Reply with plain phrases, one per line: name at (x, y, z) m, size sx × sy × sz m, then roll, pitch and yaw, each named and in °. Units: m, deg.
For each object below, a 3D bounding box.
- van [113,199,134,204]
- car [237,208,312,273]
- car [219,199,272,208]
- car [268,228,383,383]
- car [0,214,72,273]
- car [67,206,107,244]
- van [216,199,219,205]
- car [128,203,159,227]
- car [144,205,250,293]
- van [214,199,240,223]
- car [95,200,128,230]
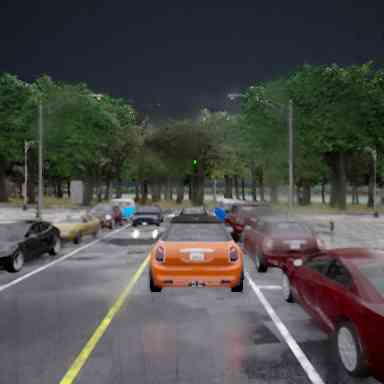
van at (-5.760, 1.460, 27.174) m, size 1.690 × 1.788 × 3.998 m, roll 0°, pitch 0°, yaw 0°
car at (2.762, 1.487, 10.859) m, size 1.967 × 1.590 × 4.097 m, roll 0°, pitch 0°, yaw 0°
car at (2.763, 1.386, 16.297) m, size 2.192 × 1.841 × 5.009 m, roll 0°, pitch 0°, yaw 0°
car at (2.761, 1.568, 5.421) m, size 1.887 × 1.381 × 4.507 m, roll 0°, pitch 0°, yaw 0°
car at (-5.763, 1.613, 10.860) m, size 1.947 × 1.339 × 4.313 m, roll 0°, pitch 0°, yaw 0°
car at (-5.762, 1.595, 16.128) m, size 1.752 × 1.417 × 4.829 m, roll 0°, pitch 0°, yaw 0°
van at (2.764, 1.436, 21.734) m, size 1.690 × 1.788 × 3.998 m, roll 0°, pitch 0°, yaw 0°
car at (-3.003, 1.651, 23.782) m, size 2.033 × 1.411 × 5.357 m, roll 0°, pitch 0°, yaw 0°
car at (0.100, 1.391, 9.140) m, size 2.097 × 1.767 × 4.553 m, roll 0°, pitch 0°, yaw 0°
van at (2.765, 1.460, 27.172) m, size 1.690 × 1.788 × 3.998 m, roll 0°, pitch 0°, yaw 0°
car at (-5.761, 1.535, 21.736) m, size 1.967 × 1.590 × 4.097 m, roll 0°, pitch 0°, yaw 0°
